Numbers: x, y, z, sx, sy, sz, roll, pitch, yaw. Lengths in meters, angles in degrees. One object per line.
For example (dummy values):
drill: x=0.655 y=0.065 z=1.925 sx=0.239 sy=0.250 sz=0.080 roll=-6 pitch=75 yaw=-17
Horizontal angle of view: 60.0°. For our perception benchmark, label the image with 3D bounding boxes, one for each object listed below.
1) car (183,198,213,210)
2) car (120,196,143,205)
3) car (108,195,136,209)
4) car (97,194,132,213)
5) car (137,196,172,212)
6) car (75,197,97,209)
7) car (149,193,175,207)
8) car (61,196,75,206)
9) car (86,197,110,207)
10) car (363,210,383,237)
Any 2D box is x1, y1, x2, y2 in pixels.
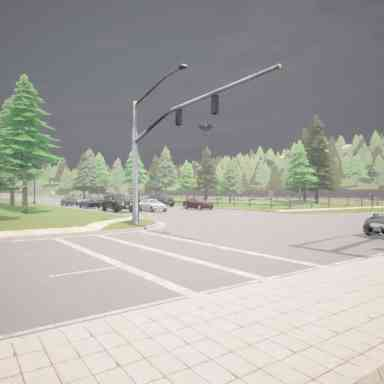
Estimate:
car: x=0.750 y=1.478 z=42.900 sx=1.882 sy=1.535 sz=5.008 roll=0 pitch=0 yaw=-35
car: x=-10.950 y=1.547 z=59.594 sx=2.033 sy=1.411 sz=5.357 roll=0 pitch=0 yaw=-35
car: x=-9.691 y=1.352 z=45.582 sx=2.097 sy=1.767 sz=4.553 roll=0 pitch=0 yaw=-35
car: x=-8.506 y=1.221 z=37.825 sx=2.150 sy=2.045 sz=5.566 roll=0 pitch=0 yaw=-36
car: x=-4.637 y=1.526 z=38.424 sx=1.812 sy=1.442 sz=4.674 roll=0 pitch=0 yaw=-35
car: x=-14.132 y=1.601 z=45.813 sx=1.895 sy=1.301 sz=4.718 roll=0 pitch=0 yaw=-35
car: x=-4.826 y=1.221 z=50.831 sx=2.150 sy=2.045 sz=5.566 roll=0 pitch=0 yaw=-35
car: x=-20.055 y=1.505 z=54.266 sx=1.837 sy=1.490 sz=4.892 roll=0 pitch=0 yaw=-35
car: x=-15.147 y=1.547 z=53.353 sx=2.033 sy=1.411 sz=5.357 roll=0 pitch=0 yaw=-35
car: x=10.649 y=1.491 z=16.916 sx=4.902 sy=1.511 sz=2.128 roll=0 pitch=0 yaw=-35
